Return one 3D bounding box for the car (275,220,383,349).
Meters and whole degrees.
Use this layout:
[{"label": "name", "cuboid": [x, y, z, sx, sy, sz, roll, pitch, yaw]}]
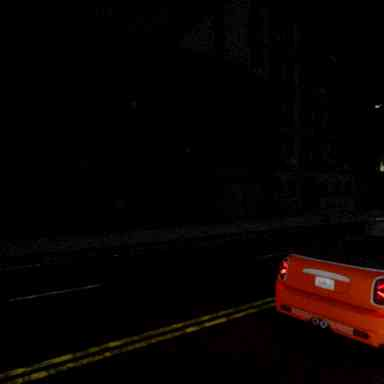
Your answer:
[{"label": "car", "cuboid": [3.648, 1.316, 6.049, 4.553, 1.767, 2.097, -1, 0, -36]}]
